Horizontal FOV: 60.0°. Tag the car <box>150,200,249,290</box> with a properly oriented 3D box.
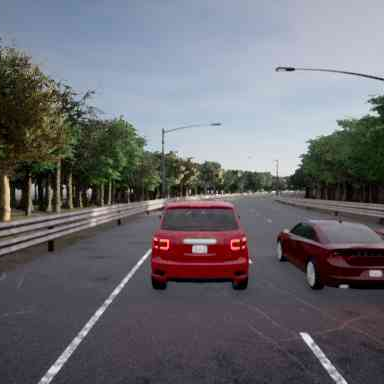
[{"bbox_3d":[0.207,1.219,9.236,2.150,2.045,5.566,0,0,1],"label":"car"}]

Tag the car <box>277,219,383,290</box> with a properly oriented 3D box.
[{"bbox_3d":[3.713,1.475,9.112,1.882,1.535,5.008,0,0,1],"label":"car"}]

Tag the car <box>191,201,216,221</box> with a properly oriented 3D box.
[{"bbox_3d":[1.031,1.558,28.223,1.994,1.385,4.181,0,0,4],"label":"car"}]
